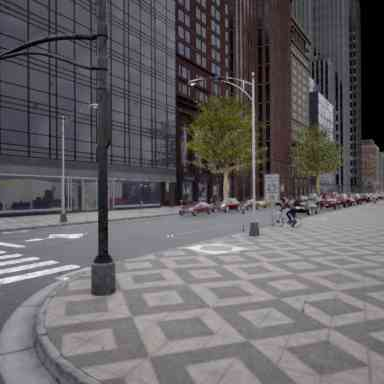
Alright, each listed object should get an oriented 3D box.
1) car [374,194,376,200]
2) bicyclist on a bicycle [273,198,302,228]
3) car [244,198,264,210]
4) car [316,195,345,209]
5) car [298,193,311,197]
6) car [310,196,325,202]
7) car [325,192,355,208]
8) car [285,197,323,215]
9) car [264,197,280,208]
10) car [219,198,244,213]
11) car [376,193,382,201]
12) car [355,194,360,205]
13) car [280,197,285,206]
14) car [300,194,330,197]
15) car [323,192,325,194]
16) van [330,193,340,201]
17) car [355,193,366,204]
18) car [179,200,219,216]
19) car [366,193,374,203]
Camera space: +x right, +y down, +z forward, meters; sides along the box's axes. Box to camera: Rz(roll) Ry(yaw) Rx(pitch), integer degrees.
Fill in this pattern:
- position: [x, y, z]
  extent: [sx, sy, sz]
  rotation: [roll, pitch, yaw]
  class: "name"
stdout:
- position: [36.330, 1.304, 68.837]
  extent: [1.752, 1.417, 4.829]
  rotation: [-1, 0, 35]
  class: "car"
- position: [5.240, 1.177, 18.414]
  extent: [1.656, 1.620, 0.582]
  rotation: [-1, 0, 35]
  class: "bicyclist on a bicycle"
- position: [6.844, 1.495, 41.013]
  extent: [1.802, 1.307, 4.206]
  rotation: [0, 0, 35]
  class: "car"
- position: [17.059, 1.378, 40.823]
  extent: [1.887, 1.381, 4.507]
  rotation: [0, 0, 35]
  class: "car"
- position: [19.628, 1.416, 59.599]
  extent: [1.887, 1.381, 4.507]
  rotation: [0, 0, 35]
  class: "car"
- position: [26.021, 1.419, 68.892]
  extent: [1.947, 1.339, 4.313]
  rotation: [0, 0, 35]
  class: "car"
- position: [20.254, 1.137, 45.470]
  extent: [2.192, 1.841, 5.009]
  rotation: [0, 0, 35]
  class: "car"
- position: [10.668, 1.425, 31.531]
  extent: [1.947, 1.339, 4.313]
  rotation: [0, 0, 35]
  class: "car"
- position: [9.943, 1.427, 45.519]
  extent: [1.752, 1.417, 4.829]
  rotation: [0, 0, 35]
  class: "car"
- position: [3.646, 1.367, 36.366]
  extent: [1.967, 1.590, 4.097]
  rotation: [0, 0, 35]
  class: "car"
- position: [42.625, 1.360, 77.988]
  extent: [1.802, 1.307, 4.206]
  rotation: [-1, 0, 35]
  class: "car"
- position: [23.451, 1.379, 50.114]
  extent: [1.947, 1.339, 4.313]
  rotation: [0, 0, 35]
  class: "car"
- position: [13.236, 1.456, 50.306]
  extent: [1.947, 1.339, 4.313]
  rotation: [0, 0, 35]
  class: "car"
- position: [16.489, 1.340, 44.529]
  extent: [2.128, 1.511, 4.902]
  rotation: [-1, 0, 35]
  class: "car"
- position: [22.175, 1.053, 52.796]
  extent: [2.150, 2.045, 5.566]
  rotation: [-1, 0, 35]
  class: "car"
- position: [35.607, 1.187, 82.831]
  extent: [1.690, 1.788, 3.998]
  rotation: [-1, 0, 35]
  class: "van"
- position: [26.646, 1.119, 54.760]
  extent: [2.192, 1.841, 5.009]
  rotation: [0, 0, 35]
  class: "car"
- position: [0.452, 1.525, 31.720]
  extent: [1.802, 1.307, 4.206]
  rotation: [0, 0, 35]
  class: "car"
- position: [33.038, 1.101, 64.053]
  extent: [2.192, 1.841, 5.009]
  rotation: [0, 0, 35]
  class: "car"
